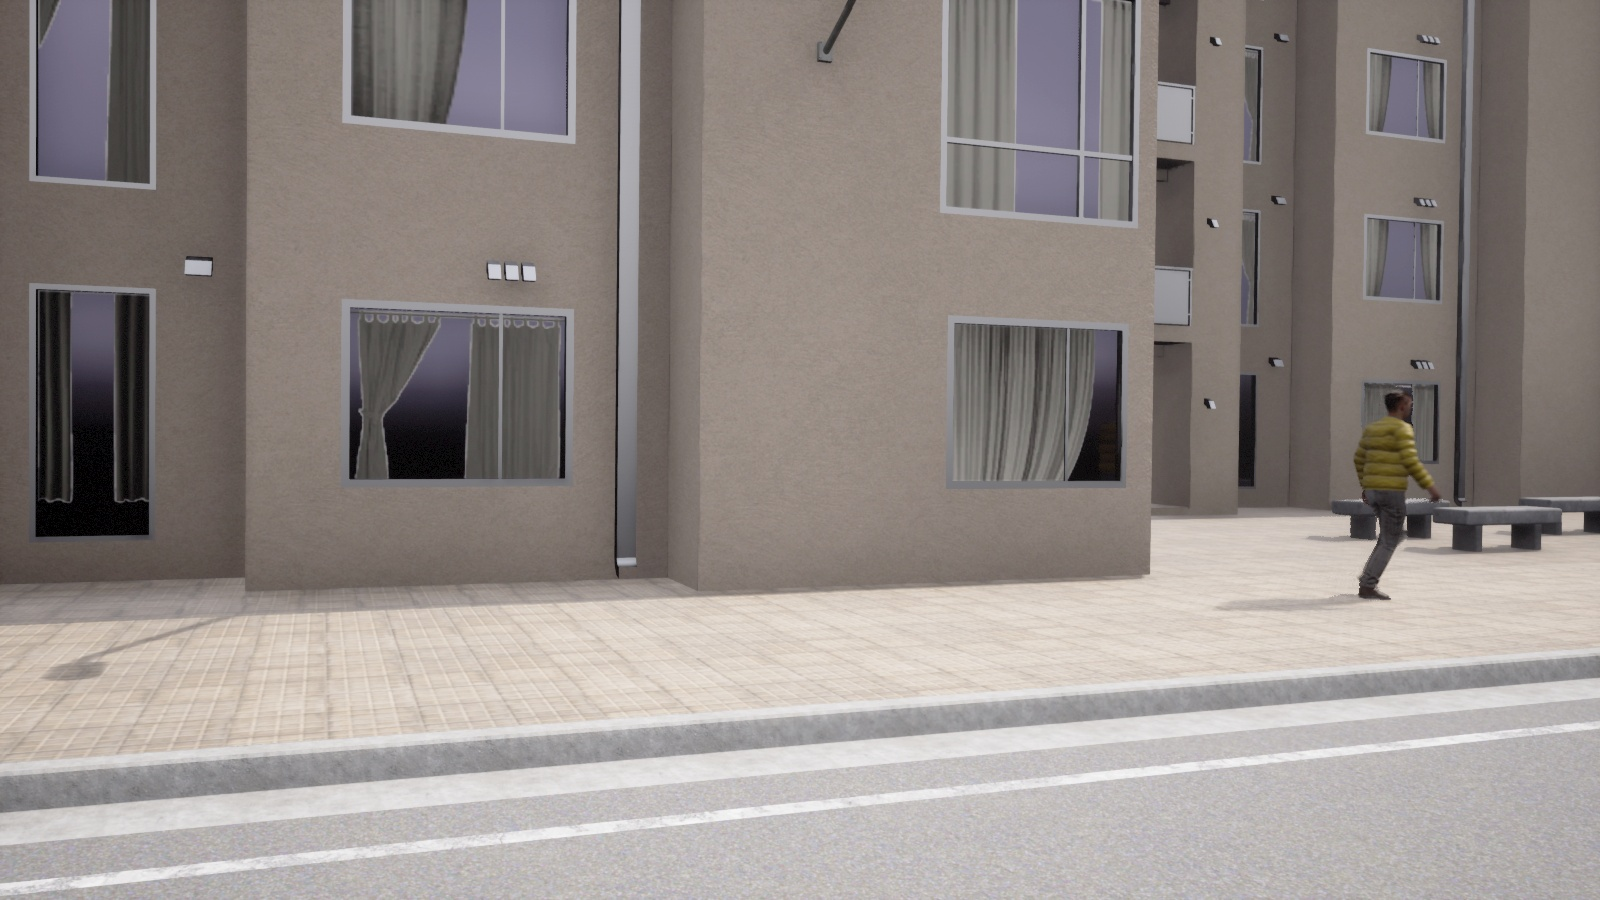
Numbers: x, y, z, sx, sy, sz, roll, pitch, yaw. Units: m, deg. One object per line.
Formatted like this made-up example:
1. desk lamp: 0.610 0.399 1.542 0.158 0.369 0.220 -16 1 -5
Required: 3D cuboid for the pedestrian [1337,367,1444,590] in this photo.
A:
1. pedestrian: 5.016 0.229 10.678 0.709 1.840 0.431 -1 1 -13
